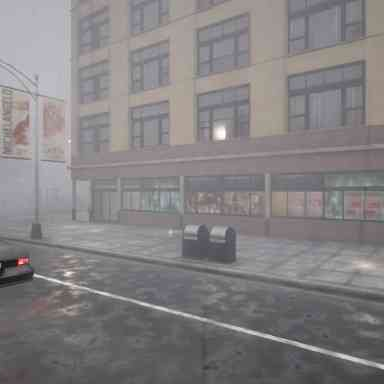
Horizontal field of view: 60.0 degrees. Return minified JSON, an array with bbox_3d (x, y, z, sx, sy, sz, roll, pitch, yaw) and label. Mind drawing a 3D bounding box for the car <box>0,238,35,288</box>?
[{"bbox_3d":[-6.030,1.547,8.165,5.357,1.411,2.033,0,0,35],"label":"car"}]
